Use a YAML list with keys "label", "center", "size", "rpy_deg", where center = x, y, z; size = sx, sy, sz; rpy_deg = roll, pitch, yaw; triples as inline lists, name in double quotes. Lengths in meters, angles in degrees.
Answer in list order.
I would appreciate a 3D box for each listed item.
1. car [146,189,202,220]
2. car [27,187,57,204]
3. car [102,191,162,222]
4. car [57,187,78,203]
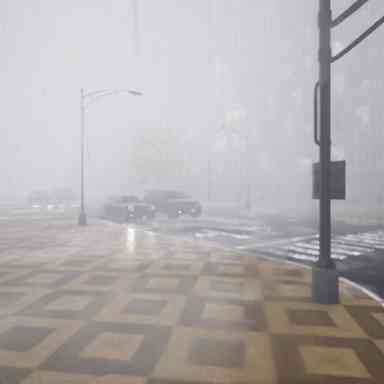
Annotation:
- label: "car"
  center: [-1.636, 0.832, 24.380]
  size: [2.150, 2.045, 5.566]
  rpy_deg: [0, 1, -38]
- label: "car"
  center: [-18.696, 0.543, 40.883]
  size: [2.097, 1.767, 4.553]
  rpy_deg: [0, 1, -38]
- label: "car"
  center: [-4.334, 0.968, 22.551]
  size: [2.097, 1.767, 4.553]
  rpy_deg: [0, 1, -38]
- label: "car"
  center: [-16.944, 0.379, 43.940]
  size: [2.150, 2.045, 5.566]
  rpy_deg: [0, 1, -38]
